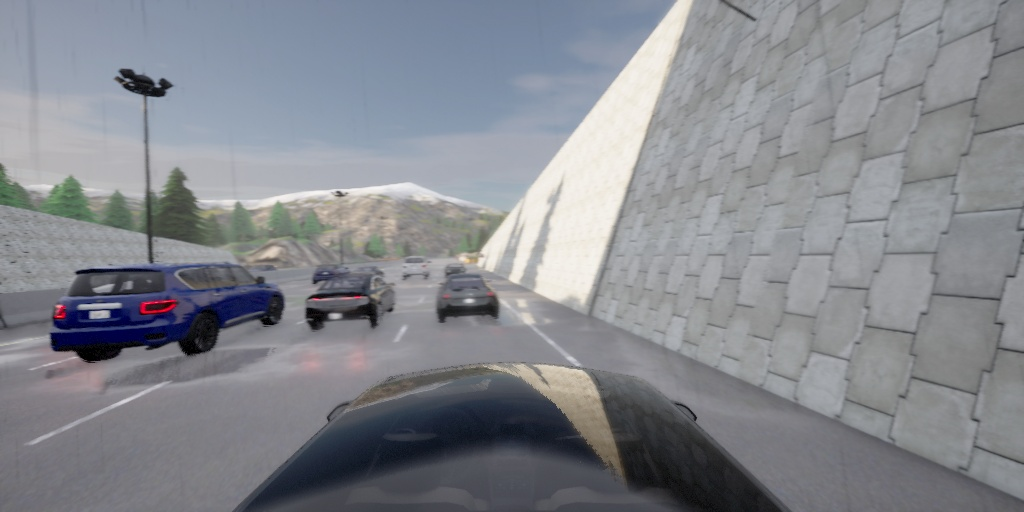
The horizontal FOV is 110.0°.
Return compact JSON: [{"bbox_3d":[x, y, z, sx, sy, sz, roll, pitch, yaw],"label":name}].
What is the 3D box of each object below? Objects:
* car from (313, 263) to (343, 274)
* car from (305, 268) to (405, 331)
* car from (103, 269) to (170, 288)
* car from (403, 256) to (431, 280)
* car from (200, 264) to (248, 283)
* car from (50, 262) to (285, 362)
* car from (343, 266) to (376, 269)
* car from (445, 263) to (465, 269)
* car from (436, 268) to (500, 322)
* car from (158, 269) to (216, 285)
[{"bbox_3d":[-15.562,1.428,31.239,2.097,1.767,4.553,-2,0,-10],"label":"car"},{"bbox_3d":[-5.007,1.344,11.678,2.128,1.511,4.902,-2,0,-10],"label":"car"},{"bbox_3d":[-37.903,2.239,36.429,2.128,1.511,4.902,-2,0,-10],"label":"car"},{"bbox_3d":[-8.871,1.076,33.556,2.150,2.045,5.566,-2,0,-10],"label":"car"},{"bbox_3d":[-31.254,1.874,39.061,2.097,1.767,4.553,-2,1,-10],"label":"car"},{"bbox_3d":[-8.154,1.185,9.329,2.150,2.045,5.566,-2,0,-10],"label":"car"},{"bbox_3d":[-11.571,1.512,28.779,2.033,1.411,5.357,-2,0,-10],"label":"car"},{"bbox_3d":[-5.319,1.344,33.627,1.895,1.301,4.718,-2,0,-10],"label":"car"},{"bbox_3d":[-1.617,1.305,12.608,1.994,1.385,4.181,-2,0,-10],"label":"car"},{"bbox_3d":[-34.715,2.182,38.593,2.033,1.411,5.357,-2,0,-10],"label":"car"}]
